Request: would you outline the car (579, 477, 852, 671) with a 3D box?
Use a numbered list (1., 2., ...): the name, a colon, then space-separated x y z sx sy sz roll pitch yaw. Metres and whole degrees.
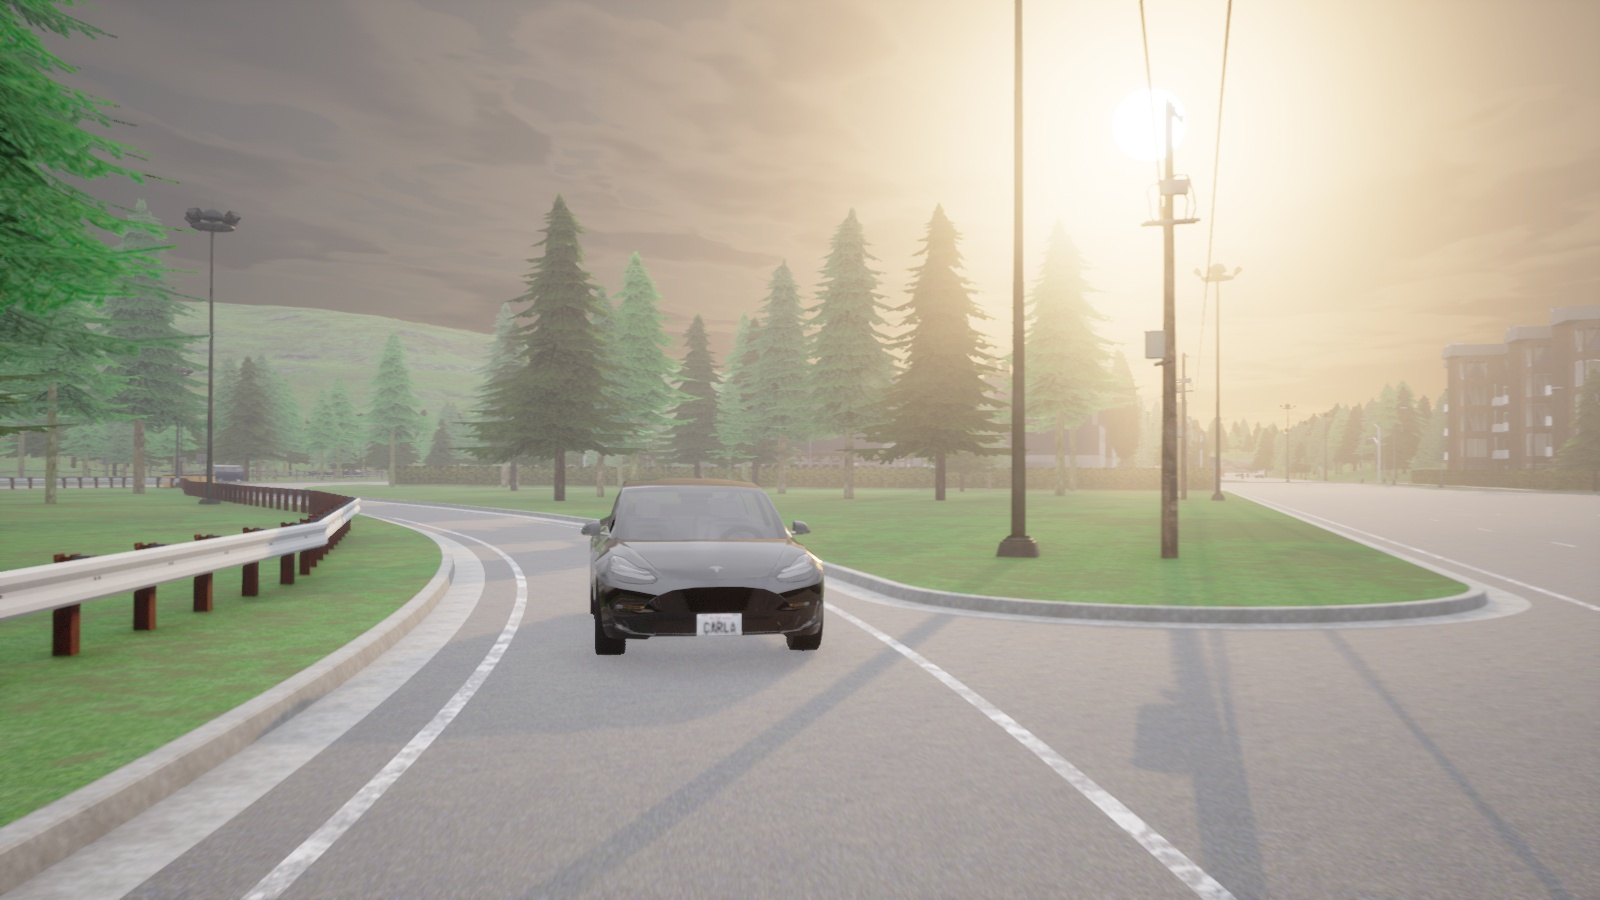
1. car: -1.074 1.028 12.423 2.163 1.488 4.792 0 -1 -10
